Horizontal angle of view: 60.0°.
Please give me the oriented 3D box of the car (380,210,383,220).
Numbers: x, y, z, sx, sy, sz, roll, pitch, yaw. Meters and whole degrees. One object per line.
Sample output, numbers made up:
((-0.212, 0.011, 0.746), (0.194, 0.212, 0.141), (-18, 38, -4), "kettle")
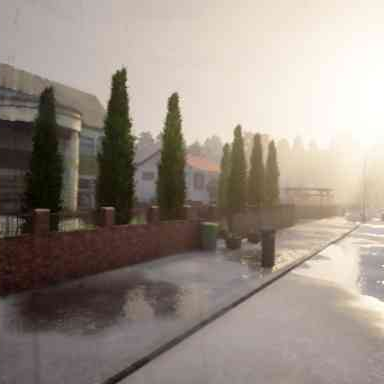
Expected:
((22.520, 2.510, 37.518), (1.994, 1.385, 4.181), (1, 0, 32), "car")
